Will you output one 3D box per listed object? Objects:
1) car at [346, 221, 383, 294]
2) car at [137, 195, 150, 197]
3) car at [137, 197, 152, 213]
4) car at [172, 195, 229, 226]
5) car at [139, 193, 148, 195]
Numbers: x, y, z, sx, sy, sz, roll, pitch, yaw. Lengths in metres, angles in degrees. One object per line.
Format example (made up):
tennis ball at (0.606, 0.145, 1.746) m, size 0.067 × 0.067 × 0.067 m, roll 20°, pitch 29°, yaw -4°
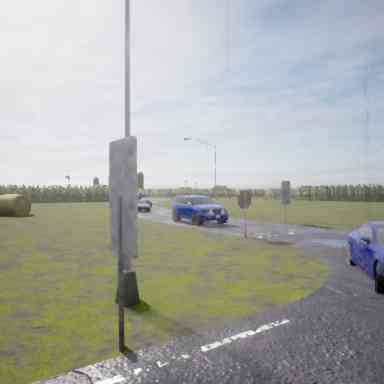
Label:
car at (5.361, 1.537, 8.683) m, size 1.812 × 1.442 × 4.674 m, roll 1°, pitch 0°, yaw 14°
car at (-7.376, 1.585, 52.412) m, size 1.812 × 1.442 × 4.674 m, roll -1°, pitch 0°, yaw -12°
car at (-6.104, 1.618, 38.366) m, size 2.033 × 1.411 × 5.357 m, roll -1°, pitch 0°, yaw -19°
car at (0.413, 1.259, 24.201) m, size 2.150 × 2.045 × 5.566 m, roll -1°, pitch 0°, yaw -28°
car at (-9.149, 1.296, 62.586) m, size 2.150 × 2.045 × 5.566 m, roll 0°, pitch 0°, yaw -6°
